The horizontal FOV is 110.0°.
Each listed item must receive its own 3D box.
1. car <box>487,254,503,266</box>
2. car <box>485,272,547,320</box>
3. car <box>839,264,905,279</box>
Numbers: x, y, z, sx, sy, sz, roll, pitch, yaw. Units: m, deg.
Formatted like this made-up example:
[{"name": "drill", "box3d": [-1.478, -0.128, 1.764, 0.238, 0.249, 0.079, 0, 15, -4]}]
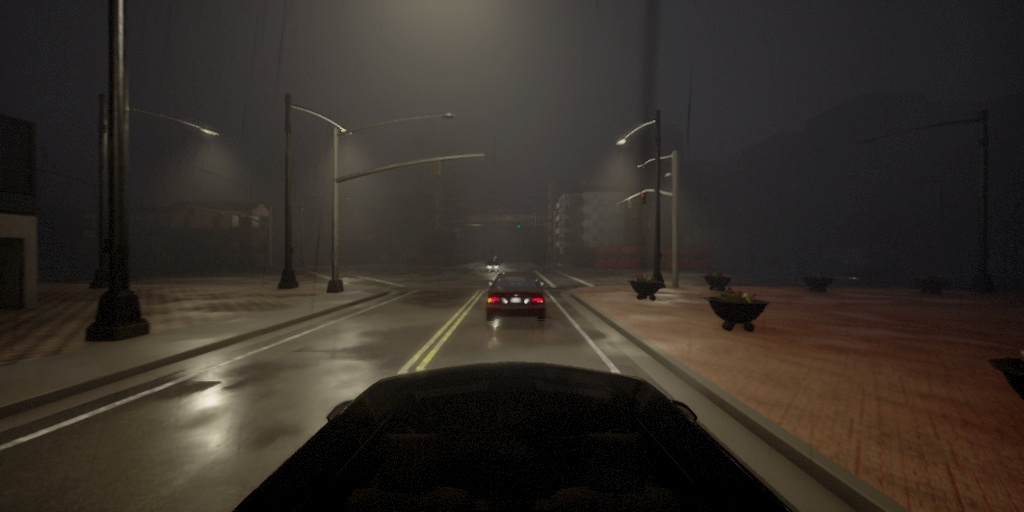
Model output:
[{"name": "car", "box3d": [-3.170, 0.908, 61.265, 2.128, 1.511, 4.902, 0, 0, 1]}, {"name": "car", "box3d": [0.135, 1.239, 12.259, 2.033, 1.411, 5.357, 0, 0, 1]}, {"name": "car", "box3d": [37.378, 1.569, 37.273, 5.357, 1.411, 2.033, 1, 0, 0]}]
